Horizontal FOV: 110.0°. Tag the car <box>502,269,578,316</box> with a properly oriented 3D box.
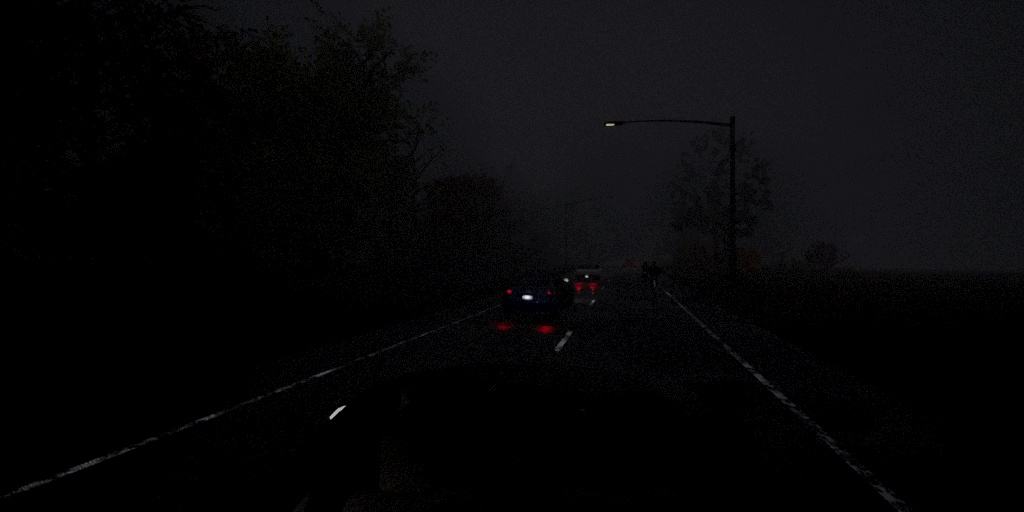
[{"bbox_3d":[1.116,1.316,13.529,1.994,1.385,4.181,0,0,18],"label":"car"}]

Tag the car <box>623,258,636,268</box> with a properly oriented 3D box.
[{"bbox_3d":[20.331,1.118,62.022,2.097,1.767,4.553,0,0,18],"label":"car"}]

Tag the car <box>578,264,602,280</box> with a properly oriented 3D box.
[{"bbox_3d":[6.714,1.356,31.004,1.895,1.301,4.718,0,0,18],"label":"car"}]

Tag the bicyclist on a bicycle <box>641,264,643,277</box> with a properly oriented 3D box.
[{"bbox_3d":[9.909,1.208,26.661,0.582,1.620,1.656,0,0,18],"label":"bicyclist on a bicycle"}]

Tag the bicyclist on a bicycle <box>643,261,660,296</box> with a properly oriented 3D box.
[{"bbox_3d":[7.225,1.124,18.288,0.659,1.776,1.843,0,0,18],"label":"bicyclist on a bicycle"}]
